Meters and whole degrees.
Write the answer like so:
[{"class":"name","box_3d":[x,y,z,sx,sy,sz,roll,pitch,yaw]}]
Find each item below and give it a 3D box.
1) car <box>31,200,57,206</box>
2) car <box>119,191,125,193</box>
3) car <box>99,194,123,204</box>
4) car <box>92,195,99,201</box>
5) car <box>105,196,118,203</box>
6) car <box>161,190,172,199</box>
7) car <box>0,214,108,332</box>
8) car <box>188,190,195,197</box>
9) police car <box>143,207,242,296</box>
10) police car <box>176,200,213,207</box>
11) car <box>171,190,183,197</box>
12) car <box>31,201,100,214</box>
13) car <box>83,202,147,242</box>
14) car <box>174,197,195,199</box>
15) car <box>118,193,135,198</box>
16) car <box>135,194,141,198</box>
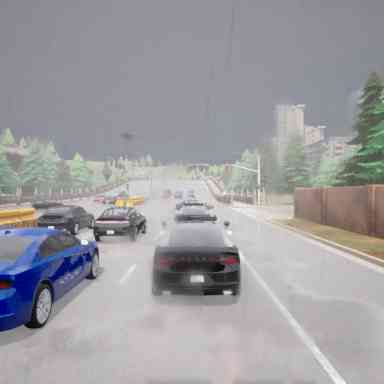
[{"class":"car","box_3d":[-17.615,1.601,40.359,1.895,1.301,4.718,0,0,0]},{"class":"car","box_3d":[-17.614,0.951,84.410,2.150,2.045,5.566,0,2,0]},{"class":"car","box_3d":[-14.098,1.491,57.969,2.128,1.511,4.902,0,0,0]},{"class":"car","box_3d":[-17.559,1.351,63.417,2.097,1.767,4.553,0,0,1]},{"class":"car","box_3d":[-17.546,1.551,72.831,1.994,1.385,4.181,0,0,0]},{"class":"car","box_3d":[-7.138,1.071,88.486,1.994,1.385,4.181,0,4,0]},{"class":"car","box_3d":[-3.403,1.478,6.974,1.882,1.535,5.008,0,0,0]},{"class":"car","box_3d":[-0.154,0.931,91.272,1.895,1.301,4.718,0,4,0]},{"class":"police car","box_3d":[0.097,1.425,8.820,1.930,1.638,5.238,0,0,0]},{"class":"police car","box_3d":[0.092,1.425,18.723,1.930,1.638,5.238,0,0,0]},{"class":"car","box_3d":[-3.635,0.903,88.063,2.097,1.767,4.553,0,3,0]},{"class":"car","box_3d":[-6.906,1.505,18.682,1.837,1.490,4.892,0,0,0]},{"class":"car","box_3d":[-3.415,1.492,16.480,2.128,1.511,4.902,0,0,1]},{"class":"car","box_3d":[0.311,1.564,37.598,4.181,1.385,1.994,0,0,16]},{"class":"car","box_3d":[-14.036,1.477,70.727,1.882,1.535,5.008,0,0,0]},{"class":"car","box_3d":[-14.114,1.202,84.470,1.882,1.535,5.008,0,2,0]}]
